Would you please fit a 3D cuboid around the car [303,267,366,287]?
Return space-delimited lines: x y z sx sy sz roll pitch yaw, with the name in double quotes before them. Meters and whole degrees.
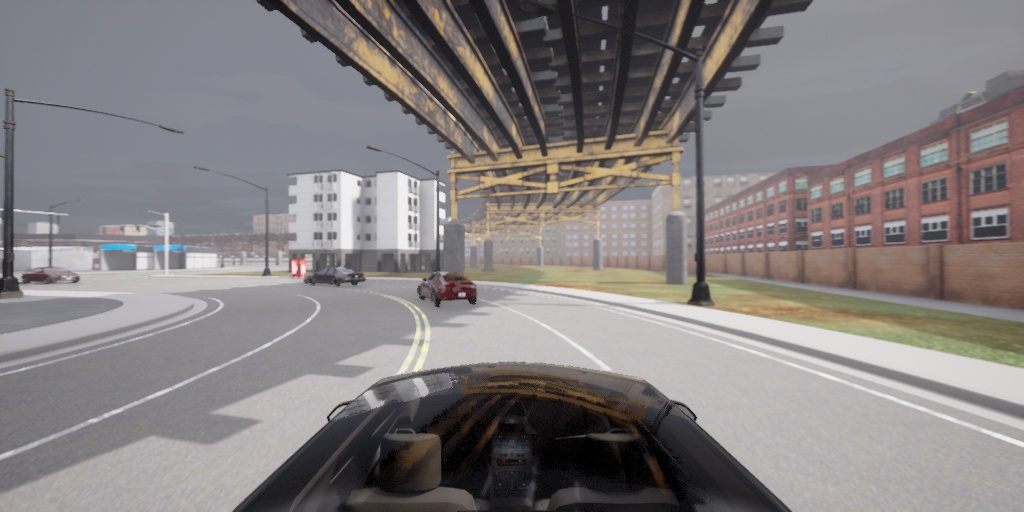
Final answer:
"car" -13.762 1.587 27.777 5.357 1.411 2.033 0 -1 28

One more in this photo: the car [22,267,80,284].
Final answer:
"car" -40.391 1.696 31.392 4.674 1.442 1.812 -1 -1 14

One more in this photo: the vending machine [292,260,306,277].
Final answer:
"vending machine" -22.796 1.365 38.356 0.880 2.100 1.100 0 0 14

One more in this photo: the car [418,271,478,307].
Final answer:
"car" -3.044 1.424 16.636 1.812 1.442 4.674 0 0 -26
